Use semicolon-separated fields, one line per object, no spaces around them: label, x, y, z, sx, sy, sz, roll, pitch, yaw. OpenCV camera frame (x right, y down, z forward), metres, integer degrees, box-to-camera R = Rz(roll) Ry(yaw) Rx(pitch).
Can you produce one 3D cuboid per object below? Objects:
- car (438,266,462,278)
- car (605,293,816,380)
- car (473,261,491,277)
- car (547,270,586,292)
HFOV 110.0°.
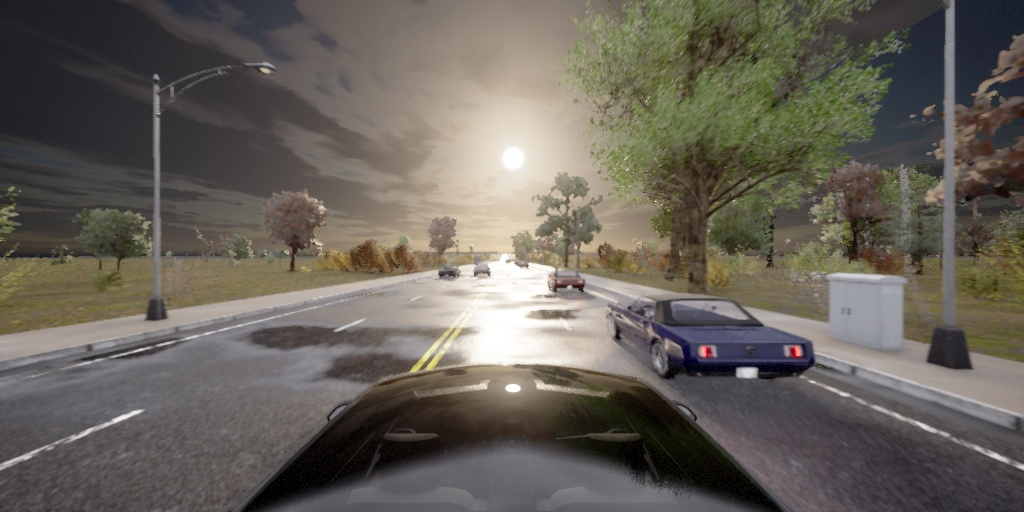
car;-6.649;1.687;38.603;1.895;1.301;4.718;0;0;0
car;3.353;1.403;7.332;1.895;1.301;4.718;0;-1;0
car;-3.407;1.637;41.659;1.812;1.442;4.674;0;-1;0
car;3.343;1.547;22.981;1.895;1.301;4.718;0;-1;0
